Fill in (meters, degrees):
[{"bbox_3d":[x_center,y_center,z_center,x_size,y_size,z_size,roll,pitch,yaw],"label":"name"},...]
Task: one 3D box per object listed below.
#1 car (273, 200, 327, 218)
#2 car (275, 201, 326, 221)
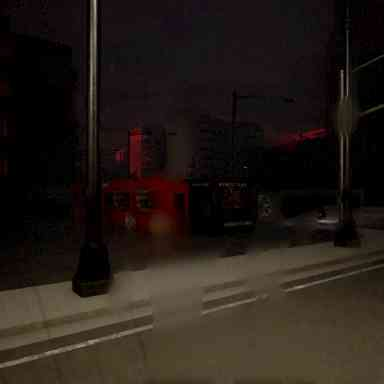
[{"bbox_3d":[10.573,1.635,32.942,1.882,1.535,5.008,0,0,-36],"label":"car"},{"bbox_3d":[9.299,1.689,28.735,1.994,1.385,4.181,0,-1,-36],"label":"car"}]
